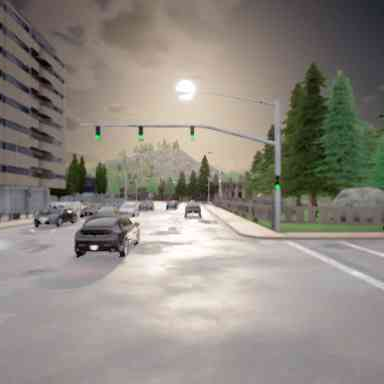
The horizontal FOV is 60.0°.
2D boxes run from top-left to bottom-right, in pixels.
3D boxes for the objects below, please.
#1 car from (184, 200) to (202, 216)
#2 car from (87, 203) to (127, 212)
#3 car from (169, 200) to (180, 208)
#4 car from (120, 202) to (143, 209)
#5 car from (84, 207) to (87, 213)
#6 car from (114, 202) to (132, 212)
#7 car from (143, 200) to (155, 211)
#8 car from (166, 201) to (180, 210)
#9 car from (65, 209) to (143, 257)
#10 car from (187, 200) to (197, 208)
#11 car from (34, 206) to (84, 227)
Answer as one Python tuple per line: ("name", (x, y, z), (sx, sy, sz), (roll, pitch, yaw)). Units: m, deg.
("car", (0.109, 2.032, 38.958), (1.837, 1.490, 4.892), (0, -1, 0))
("car", (-7.082, 1.929, 28.228), (1.812, 1.442, 4.674), (0, -1, 0))
("car", (-3.483, 2.450, 67.008), (2.033, 1.411, 5.357), (0, -1, 0))
("car", (-7.076, 2.044, 37.244), (1.812, 1.442, 4.674), (0, 0, 0))
("car", (-10.581, 2.069, 35.879), (1.994, 1.385, 4.181), (0, -1, 0))
("car", (-10.547, 2.263, 51.050), (1.994, 1.385, 4.181), (0, -1, 0))
("car", (-7.039, 2.058, 52.175), (2.097, 1.767, 4.553), (0, -1, 0))
("car", (-3.486, 2.259, 57.419), (2.128, 1.511, 4.902), (0, -1, 0))
("car", (-3.394, 1.700, 13.957), (1.837, 1.490, 4.892), (0, -1, 0))
("car", (0.017, 2.416, 67.662), (1.812, 1.442, 4.674), (0, -1, 0))
("car", (-10.586, 1.874, 26.089), (2.128, 1.511, 4.902), (0, -1, 0))
